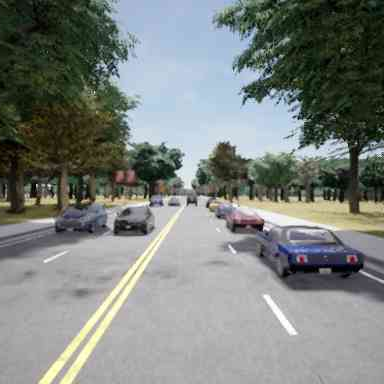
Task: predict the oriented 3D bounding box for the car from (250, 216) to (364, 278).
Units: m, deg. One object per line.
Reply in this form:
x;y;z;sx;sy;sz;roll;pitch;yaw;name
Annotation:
3.249;1.656;10.304;1.895;1.301;4.718;0;0;0;car

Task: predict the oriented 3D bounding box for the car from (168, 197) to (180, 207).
-3.292;1.751;61.122;2.097;1.767;4.553;0;0;1;car

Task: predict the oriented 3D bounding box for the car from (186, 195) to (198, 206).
-0.008;1.659;64.087;2.150;2.045;5.566;0;0;0;car

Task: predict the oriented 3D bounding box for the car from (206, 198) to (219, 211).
3.244;1.729;43.464;1.801;1.575;5.366;0;0;0;car

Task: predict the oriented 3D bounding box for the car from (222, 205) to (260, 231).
3.247;1.728;21.308;1.895;1.301;4.718;0;0;0;car

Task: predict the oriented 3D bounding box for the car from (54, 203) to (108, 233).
-6.601;1.473;20.275;2.097;1.767;4.553;0;0;0;car

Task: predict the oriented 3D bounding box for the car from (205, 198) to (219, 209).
3.243;1.780;54.275;2.033;1.649;4.856;0;0;0;car

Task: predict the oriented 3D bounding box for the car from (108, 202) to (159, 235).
-3.351;1.596;19.969;1.882;1.535;5.008;0;0;0;car

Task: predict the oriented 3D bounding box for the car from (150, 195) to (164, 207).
-6.527;1.632;62.245;2.150;2.045;5.566;0;0;0;car

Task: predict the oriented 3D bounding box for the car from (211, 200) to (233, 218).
3.247;1.746;32.274;2.033;1.411;5.357;0;0;0;car

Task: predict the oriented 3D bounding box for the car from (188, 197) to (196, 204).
-0.010;2.038;80.790;1.837;1.490;4.892;0;0;0;car
